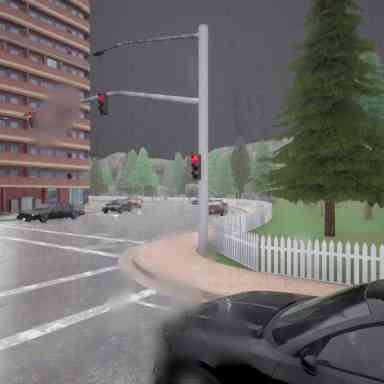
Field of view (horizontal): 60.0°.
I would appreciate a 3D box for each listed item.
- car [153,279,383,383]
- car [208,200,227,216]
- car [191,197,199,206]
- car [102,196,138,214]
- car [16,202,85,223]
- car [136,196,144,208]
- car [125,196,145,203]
[{"bbox_3d":[1.899,1.478,2.635,5.008,1.535,1.882,0,0,36],"label":"car"},{"bbox_3d":[2.244,1.470,31.223,1.812,1.442,4.674,0,0,11],"label":"car"},{"bbox_3d":[1.294,1.492,52.967,2.033,1.411,5.357,0,0,-17],"label":"car"},{"bbox_3d":[-7.797,1.492,35.386,2.033,1.411,5.357,0,0,7],"label":"car"},{"bbox_3d":[-10.616,1.492,25.567,2.033,1.411,5.357,0,0,24],"label":"car"},{"bbox_3d":[-8.096,1.296,45.682,2.097,1.767,4.553,0,0,-11],"label":"car"},{"bbox_3d":[-11.783,1.470,68.722,4.674,1.442,1.812,0,0,44],"label":"car"}]
